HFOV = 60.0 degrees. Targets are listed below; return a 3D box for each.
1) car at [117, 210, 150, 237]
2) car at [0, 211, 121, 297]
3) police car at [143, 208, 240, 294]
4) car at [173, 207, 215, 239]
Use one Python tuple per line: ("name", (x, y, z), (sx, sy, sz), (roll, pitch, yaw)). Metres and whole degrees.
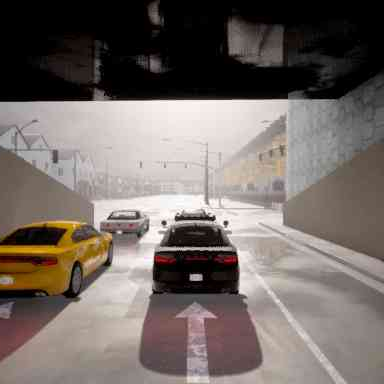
("car", (-3.410, 1.601, 17.848), (1.895, 1.301, 4.718), (0, 0, 0))
("car", (-3.412, 1.478, 8.606), (1.882, 1.535, 5.008), (0, 0, 0))
("police car", (0.084, 1.425, 8.932), (1.930, 1.638, 5.238), (0, 0, 0))
("car", (0.088, 1.564, 17.894), (1.994, 1.385, 4.181), (0, 0, 0))
